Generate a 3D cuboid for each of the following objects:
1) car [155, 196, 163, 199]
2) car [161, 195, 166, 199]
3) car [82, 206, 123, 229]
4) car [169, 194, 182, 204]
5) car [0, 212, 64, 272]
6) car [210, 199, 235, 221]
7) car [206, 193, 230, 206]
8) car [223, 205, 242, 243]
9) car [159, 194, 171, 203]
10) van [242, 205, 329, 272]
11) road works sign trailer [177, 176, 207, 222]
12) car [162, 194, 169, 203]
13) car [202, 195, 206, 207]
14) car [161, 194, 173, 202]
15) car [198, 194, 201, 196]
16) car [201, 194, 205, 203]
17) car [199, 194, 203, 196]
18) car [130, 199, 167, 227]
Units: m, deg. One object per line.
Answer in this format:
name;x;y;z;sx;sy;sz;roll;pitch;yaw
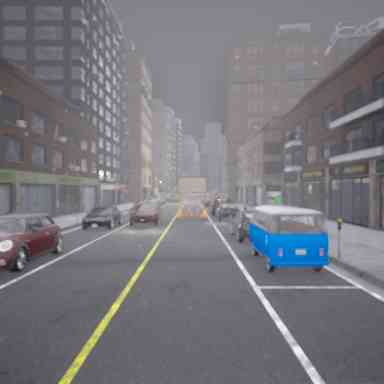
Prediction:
car;-5.687;1.604;49.077;1.802;1.307;4.206;-1;0;0
car;-5.688;1.604;54.585;1.802;1.307;4.206;-1;0;0
car;-5.680;1.576;21.539;1.947;1.339;4.313;-1;0;0
car;-3.034;1.373;65.774;2.097;1.767;4.553;0;0;0
car;-5.679;1.445;10.524;1.967;1.590;4.097;-1;0;0
car;2.843;1.564;27.067;2.008;1.369;4.403;-1;0;0
car;2.839;1.331;32.574;2.192;1.841;5.009;-1;0;0
car;2.846;1.558;16.056;2.008;1.369;4.403;-1;0;0
car;-5.695;1.334;71.109;2.192;1.841;5.009;-1;0;0
van;2.845;1.346;10.550;1.690;1.788;3.998;-1;0;0
road works sign trailer;-0.008;0.477;26.748;2.380;3.560;2.880;0;0;0
car;-5.691;1.462;60.093;1.967;1.590;4.097;-1;0;0
car;2.838;1.588;49.092;1.947;1.339;4.313;-1;0;0
car;-5.696;1.331;76.617;2.192;1.841;5.009;-1;0;0
car;2.833;1.585;71.118;1.947;1.339;4.313;-1;0;0
car;2.837;1.547;54.769;1.752;1.417;4.829;-1;0;0
car;2.835;1.586;65.611;1.947;1.339;4.313;-1;0;0
car;-3.106;1.489;23.367;1.882;1.535;5.008;0;0;0
